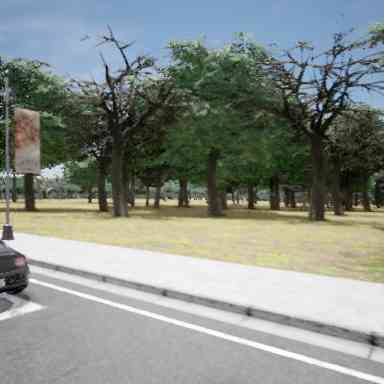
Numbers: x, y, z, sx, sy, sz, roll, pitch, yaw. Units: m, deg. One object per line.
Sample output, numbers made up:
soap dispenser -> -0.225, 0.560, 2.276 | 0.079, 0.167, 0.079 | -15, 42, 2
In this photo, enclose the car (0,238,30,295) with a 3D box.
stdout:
car -> -5.461, 1.529, 7.460 | 4.674, 1.442, 1.812 | 0, 0, 36
